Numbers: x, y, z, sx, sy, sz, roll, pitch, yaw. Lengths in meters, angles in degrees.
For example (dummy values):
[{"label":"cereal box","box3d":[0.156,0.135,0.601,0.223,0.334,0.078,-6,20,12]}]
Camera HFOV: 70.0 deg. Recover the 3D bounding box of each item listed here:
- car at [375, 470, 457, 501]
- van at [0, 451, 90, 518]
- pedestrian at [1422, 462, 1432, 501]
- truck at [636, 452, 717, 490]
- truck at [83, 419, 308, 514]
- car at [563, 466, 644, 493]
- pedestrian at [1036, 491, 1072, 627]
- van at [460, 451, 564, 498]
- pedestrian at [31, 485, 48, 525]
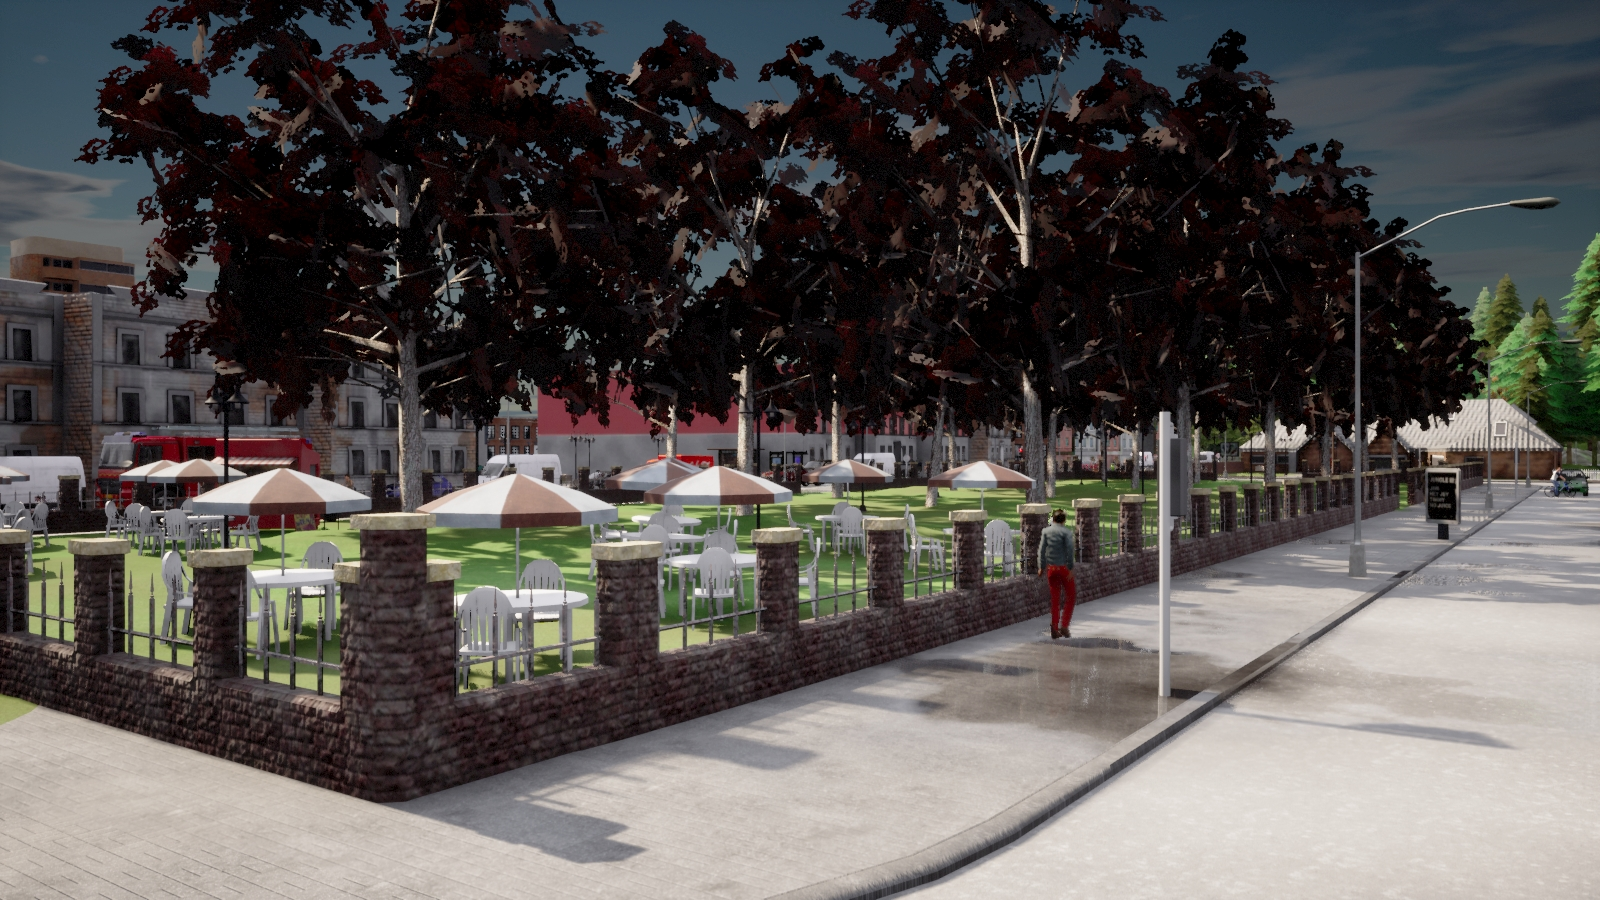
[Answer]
[{"label":"car","box3d":[-20.045,1.818,59.739,1.845,1.501,3.633,0,0,35]},{"label":"van","box3d":[-31.021,1.314,44.007,1.988,2.561,5.915,0,0,35]},{"label":"pedestrian","box3d":[30.067,1.525,54.785,0.375,1.860,0.375,0,0,35]},{"label":"truck","box3d":[-8.233,1.348,76.671,2.627,2.467,5.204,0,0,35]},{"label":"truck","box3d":[-26.598,0.670,50.778,2.891,3.827,8.468,0,0,35]},{"label":"car","box3d":[-12.166,1.814,71.050,2.097,1.535,5.006,0,0,35]},{"label":"pedestrian","box3d":[3.584,1.517,16.094,0.375,1.860,0.375,0,0,37]},{"label":"van","box3d":[-16.329,1.314,65.083,1.988,2.561,5.915,0,0,35]},{"label":"pedestrian","box3d":[-25.040,1.805,37.631,0.375,1.300,0.375,0,0,41]}]
